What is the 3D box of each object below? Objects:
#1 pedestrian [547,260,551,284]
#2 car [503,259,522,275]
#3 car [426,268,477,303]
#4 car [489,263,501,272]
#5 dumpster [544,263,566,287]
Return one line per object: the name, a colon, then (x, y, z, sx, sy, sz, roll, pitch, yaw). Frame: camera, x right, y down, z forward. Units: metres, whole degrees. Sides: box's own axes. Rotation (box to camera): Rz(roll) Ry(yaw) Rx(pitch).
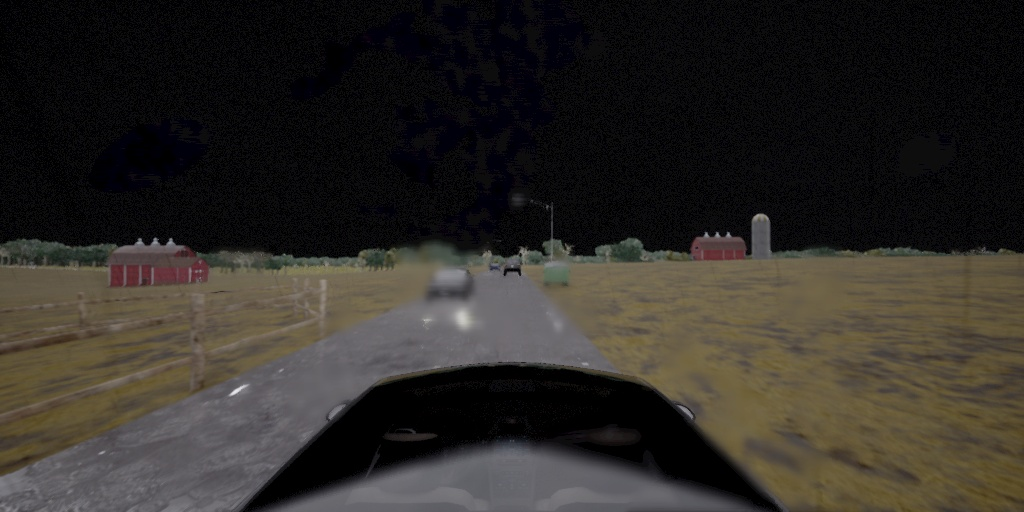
pedestrian: (2.822, 1.202, 27.043, 0.375, 1.860, 0.375, 0, -1, -10)
car: (0.070, 1.359, 45.384, 2.150, 2.045, 5.566, 0, 0, 0)
car: (-2.851, 1.345, 17.658, 1.882, 1.535, 5.008, 0, -1, 0)
car: (-2.785, 1.851, 59.858, 2.033, 1.411, 5.357, 0, -1, 1)
dumpster: (3.122, 1.342, 26.030, 1.020, 1.700, 1.940, 0, 0, 0)
